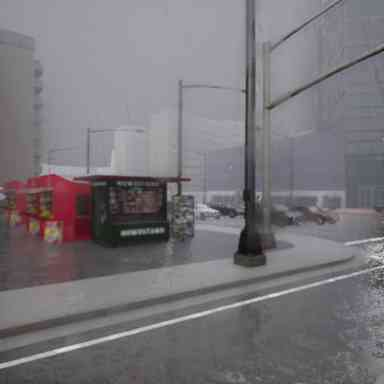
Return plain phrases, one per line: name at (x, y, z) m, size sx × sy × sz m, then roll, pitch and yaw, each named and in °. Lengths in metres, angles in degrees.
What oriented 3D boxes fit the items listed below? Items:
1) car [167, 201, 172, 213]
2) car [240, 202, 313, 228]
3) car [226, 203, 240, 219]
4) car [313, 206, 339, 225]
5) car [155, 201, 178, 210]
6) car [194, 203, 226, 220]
car at (-2.348, 1.975, 41.733) m, size 1.837 × 1.490 × 4.892 m, roll 0°, pitch -1°, yaw -36°
car at (6.026, 1.553, 24.218) m, size 2.097 × 1.767 × 4.553 m, roll 0°, pitch -1°, yaw -36°
car at (3.626, 1.816, 33.496) m, size 2.128 × 1.511 × 4.902 m, roll 0°, pitch -1°, yaw -36°
car at (9.064, 1.744, 25.990) m, size 1.812 × 1.442 × 4.674 m, roll 0°, pitch -1°, yaw -36°
car at (-4.353, 2.226, 56.739) m, size 1.812 × 1.442 × 4.674 m, roll 0°, pitch -1°, yaw -36°
car at (0.766, 1.832, 31.456) m, size 1.812 × 1.442 × 4.674 m, roll 0°, pitch -1°, yaw -36°
